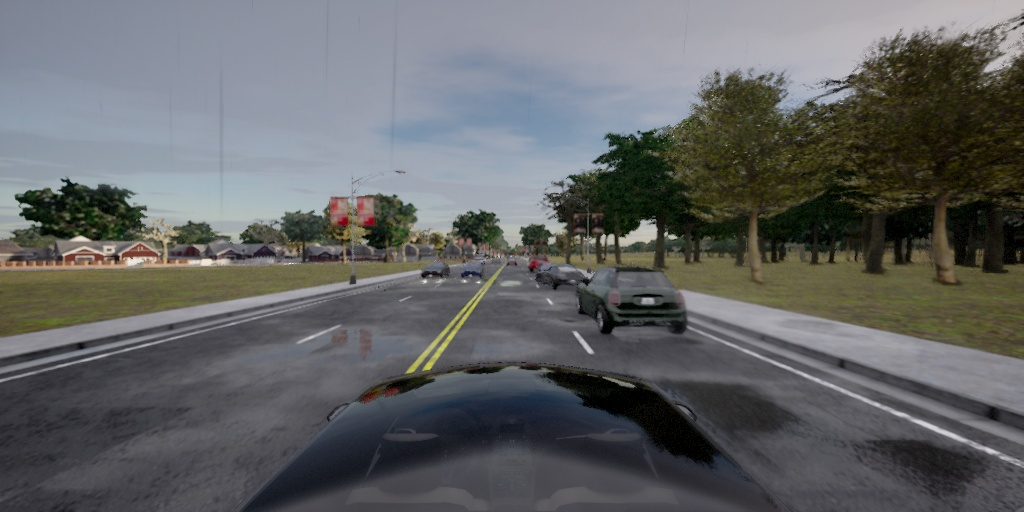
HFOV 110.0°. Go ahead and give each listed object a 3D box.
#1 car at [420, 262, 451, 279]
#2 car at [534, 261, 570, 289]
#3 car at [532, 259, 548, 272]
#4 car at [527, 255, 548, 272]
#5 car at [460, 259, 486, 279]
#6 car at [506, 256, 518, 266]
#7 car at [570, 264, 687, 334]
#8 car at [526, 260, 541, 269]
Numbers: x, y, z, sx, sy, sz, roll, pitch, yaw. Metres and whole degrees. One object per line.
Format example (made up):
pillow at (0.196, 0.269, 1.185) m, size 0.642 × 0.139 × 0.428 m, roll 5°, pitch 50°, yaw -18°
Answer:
car at (-6.597, 1.216, 31.707) m, size 2.033 × 1.411 × 5.357 m, roll 0°, pitch 0°, yaw 0°
car at (2.991, 1.218, 22.284) m, size 1.812 × 1.442 × 4.674 m, roll 0°, pitch 0°, yaw -10°
car at (3.250, 1.213, 32.726) m, size 2.033 × 1.411 × 5.357 m, roll 0°, pitch 0°, yaw 0°
car at (3.250, 0.861, 43.757) m, size 2.150 × 2.045 × 5.566 m, roll 0°, pitch 0°, yaw 0°
car at (-3.346, 1.216, 31.708) m, size 2.033 × 1.411 × 5.357 m, roll 0°, pitch 0°, yaw 0°
car at (0.001, 1.118, 65.117) m, size 1.812 × 1.442 × 4.674 m, roll 0°, pitch 0°, yaw 0°
car at (3.250, 1.077, 10.692) m, size 2.097 × 1.767 × 4.553 m, roll 0°, pitch 0°, yaw 0°
car at (3.250, 1.215, 54.760) m, size 1.895 × 1.301 × 4.718 m, roll 0°, pitch 0°, yaw 0°
